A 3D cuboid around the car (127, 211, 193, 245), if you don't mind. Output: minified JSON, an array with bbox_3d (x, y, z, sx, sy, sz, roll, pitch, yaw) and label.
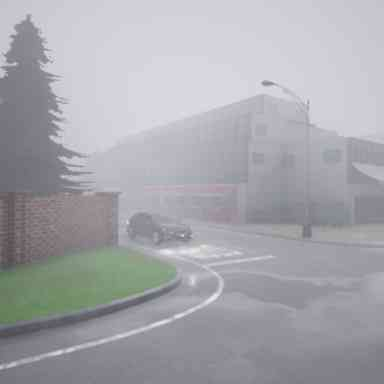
[{"bbox_3d":[-1.805,1.790,17.521,1.837,1.490,4.892,1,0,-35],"label":"car"}]

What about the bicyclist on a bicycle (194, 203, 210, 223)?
[{"bbox_3d":[0.802,1.682,26.936,1.656,1.620,0.582,1,0,-35],"label":"bicyclist on a bicycle"}]
